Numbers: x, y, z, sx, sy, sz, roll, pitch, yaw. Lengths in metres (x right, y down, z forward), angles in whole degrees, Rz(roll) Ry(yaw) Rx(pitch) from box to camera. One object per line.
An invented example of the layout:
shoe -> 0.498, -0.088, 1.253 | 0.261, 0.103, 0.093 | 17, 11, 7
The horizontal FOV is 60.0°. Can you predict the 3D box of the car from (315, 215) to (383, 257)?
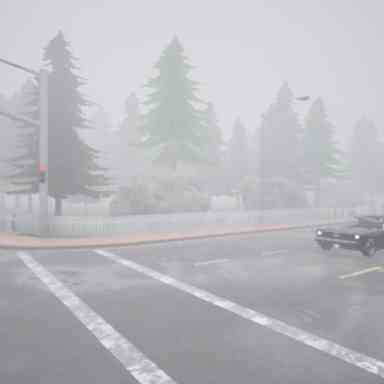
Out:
car -> 7.007, 1.632, 13.274 | 4.718, 1.301, 1.895 | 0, 0, -35
